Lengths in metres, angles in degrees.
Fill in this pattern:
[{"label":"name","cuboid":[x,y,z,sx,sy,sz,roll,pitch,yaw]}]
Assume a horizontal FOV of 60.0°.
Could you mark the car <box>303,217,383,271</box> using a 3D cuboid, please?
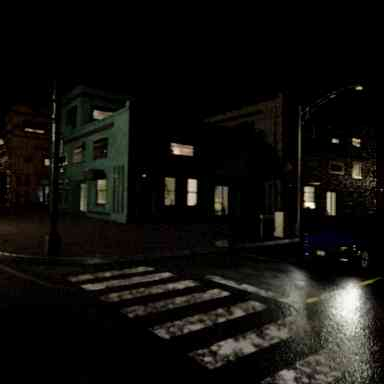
[{"label":"car","cuboid":[5.923,1.653,11.749,5.008,1.535,1.882,1,-1,-38]}]
